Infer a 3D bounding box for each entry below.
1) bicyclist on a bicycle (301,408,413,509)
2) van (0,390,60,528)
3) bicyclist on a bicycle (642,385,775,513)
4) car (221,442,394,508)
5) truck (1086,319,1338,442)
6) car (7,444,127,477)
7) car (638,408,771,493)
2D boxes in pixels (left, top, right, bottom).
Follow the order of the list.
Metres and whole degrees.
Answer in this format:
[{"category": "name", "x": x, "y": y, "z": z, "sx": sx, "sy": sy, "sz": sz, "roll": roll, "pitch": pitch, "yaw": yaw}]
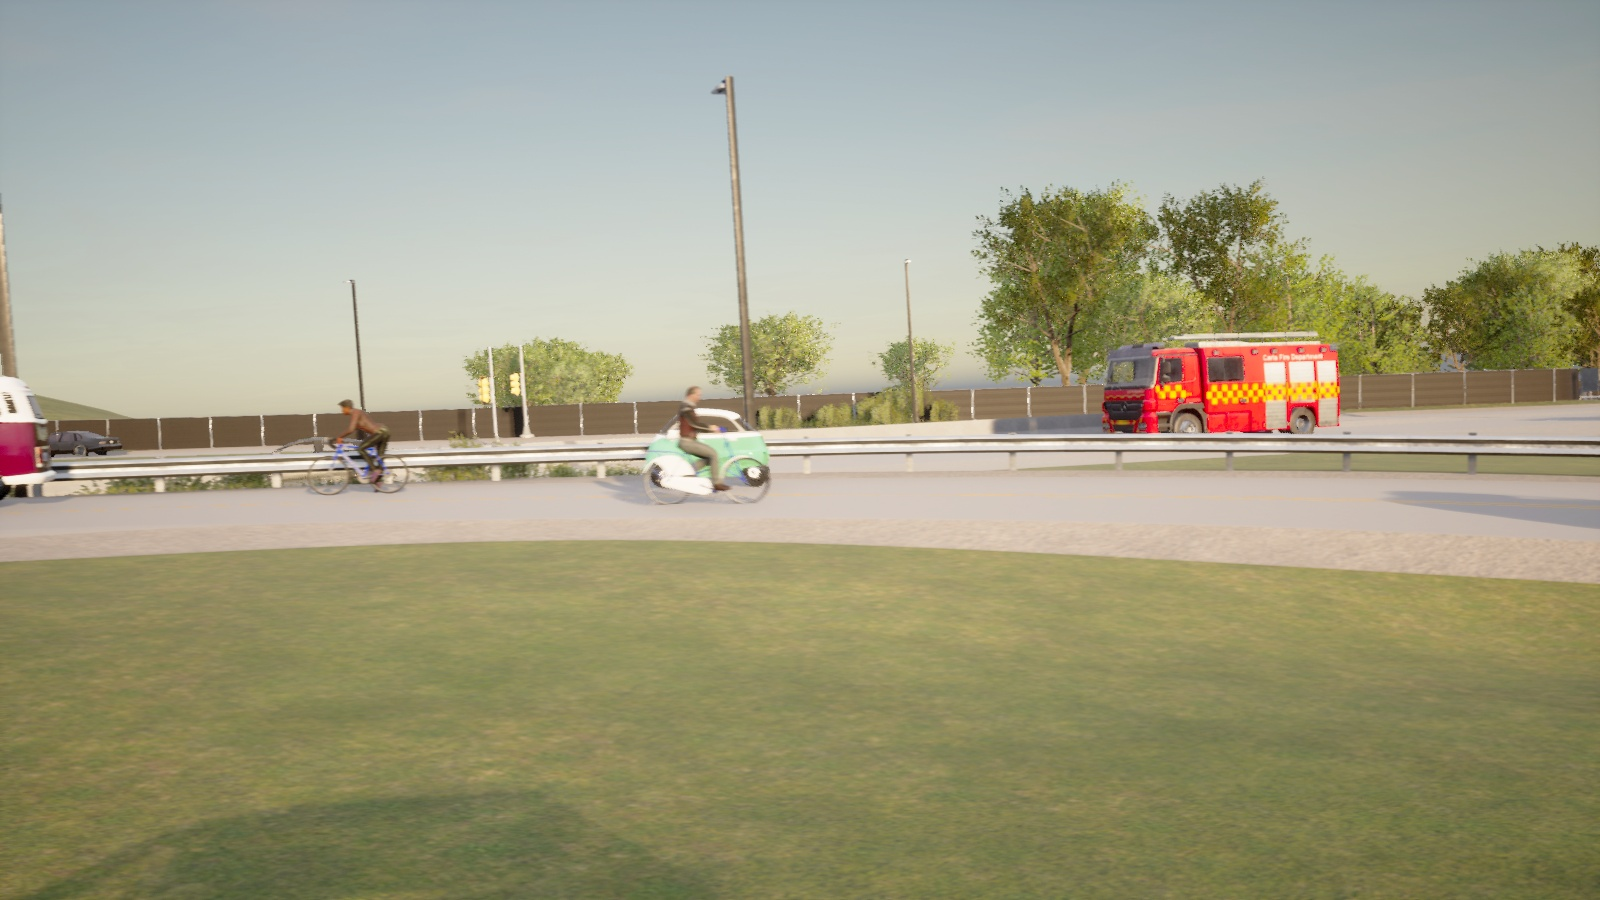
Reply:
[{"category": "bicyclist on a bicycle", "x": -7.519, "y": 0.126, "z": 21.376, "sx": 1.656, "sy": 1.620, "sz": 0.582, "roll": -3, "pitch": 2, "yaw": -14}, {"category": "van", "x": -13.947, "y": 0.208, "z": 19.003, "sx": 4.480, "sy": 2.038, "sz": 2.069, "roll": -3, "pitch": 2, "yaw": -25}, {"category": "bicyclist on a bicycle", "x": -1.324, "y": -0.030, "z": 18.393, "sx": 1.843, "sy": 1.776, "sz": 0.659, "roll": -2, "pitch": 3, "yaw": -3}, {"category": "car", "x": -14.446, "y": 0.695, "z": 36.969, "sx": 4.514, "sy": 1.525, "sz": 2.007, "roll": -4, "pitch": 2, "yaw": -22}, {"category": "truck", "x": 14.692, "y": -2.490, "z": 44.736, "sx": 8.468, "sy": 3.827, "sz": 2.891, "roll": -4, "pitch": 2, "yaw": -22}, {"category": "car", "x": -39.630, "y": 0.564, "z": 67.956, "sx": 5.357, "sy": 1.411, "sz": 2.033, "roll": -3, "pitch": 3, "yaw": 5}, {"category": "car", "x": -1.659, "y": -0.020, "z": 22.261, "sx": 2.207, "sy": 1.376, "sz": 1.481, "roll": -2, "pitch": 3, "yaw": 0}]
